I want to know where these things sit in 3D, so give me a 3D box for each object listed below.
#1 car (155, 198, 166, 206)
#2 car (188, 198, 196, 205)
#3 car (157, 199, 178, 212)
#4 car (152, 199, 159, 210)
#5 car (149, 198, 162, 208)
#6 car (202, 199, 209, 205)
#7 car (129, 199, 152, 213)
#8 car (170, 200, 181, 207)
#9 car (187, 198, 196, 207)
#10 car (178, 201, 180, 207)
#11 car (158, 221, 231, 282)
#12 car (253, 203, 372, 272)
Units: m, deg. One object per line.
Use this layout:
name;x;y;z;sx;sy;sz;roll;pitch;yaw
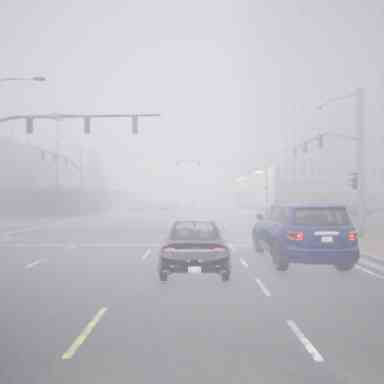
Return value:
car;-7.014;2.262;74.582;2.097;1.767;4.553;0;-1;0
car;-0.017;2.413;87.070;2.097;1.767;4.553;0;-1;0
car;-3.596;2.156;50.007;2.033;1.411;5.357;0;-1;0
car;-7.095;2.011;54.215;2.097;1.767;4.553;0;-1;0
car;-7.042;2.134;64.333;2.097;1.767;4.553;0;-1;0
car;3.484;2.582;86.945;2.128;1.511;4.902;0;-1;0
car;-7.154;1.904;45.392;2.097;1.767;4.553;0;-1;2
car;-3.513;2.391;70.001;2.033;1.411;5.357;0;-1;0
car;-0.003;2.384;70.915;2.128;1.511;4.902;0;-1;0
car;-3.580;2.230;59.602;1.837;1.490;4.892;0;-1;1
car;0.074;1.616;10.126;2.128;1.511;4.902;0;-1;0
car;3.578;1.364;11.467;2.150;2.045;5.566;0;0;0
